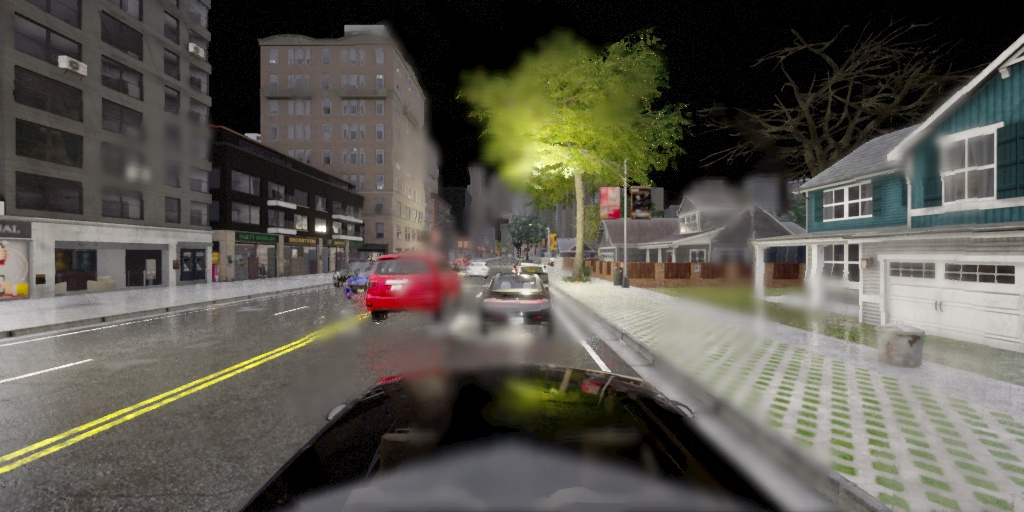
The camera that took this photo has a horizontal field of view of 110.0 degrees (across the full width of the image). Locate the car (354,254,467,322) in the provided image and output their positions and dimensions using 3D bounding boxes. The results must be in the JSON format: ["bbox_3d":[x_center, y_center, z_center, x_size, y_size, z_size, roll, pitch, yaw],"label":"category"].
[{"bbox_3d":[-3.104,0.968,12.465,2.150,2.045,5.566,0,0,0],"label":"car"}]

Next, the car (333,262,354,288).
[{"bbox_3d":[-9.756,1.091,23.451,2.097,1.767,4.553,0,0,0],"label":"car"}]

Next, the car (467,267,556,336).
[{"bbox_3d":[0.136,1.240,10.396,2.128,1.511,4.902,0,0,0],"label":"car"}]

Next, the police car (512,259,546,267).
[{"bbox_3d":[1.056,1.167,20.645,1.930,1.638,5.238,0,0,0],"label":"police car"}]

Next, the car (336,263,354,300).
[{"bbox_3d":[-6.531,1.221,17.992,1.882,1.535,5.008,0,0,0],"label":"car"}]

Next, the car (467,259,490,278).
[{"bbox_3d":[-3.017,1.257,32.397,1.812,1.442,4.674,0,0,0],"label":"car"}]
